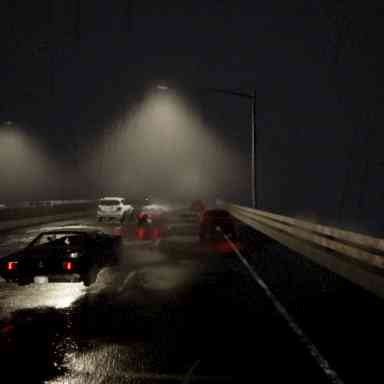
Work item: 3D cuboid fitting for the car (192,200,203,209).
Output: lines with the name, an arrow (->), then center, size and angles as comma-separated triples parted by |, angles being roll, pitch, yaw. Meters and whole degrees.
car -> 1.011, 2.130, 57.949 | 1.882, 1.535, 5.008 | 0, -1, 2

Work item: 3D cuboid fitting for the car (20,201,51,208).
car -> -17.159, 1.756, 36.701 | 2.097, 1.767, 4.553 | 0, -1, 1

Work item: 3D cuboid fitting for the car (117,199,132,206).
car -> -15.705, 2.330, 77.505 | 2.128, 1.511, 4.902 | 0, -1, 2

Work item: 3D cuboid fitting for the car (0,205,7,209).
car -> -20.716, 1.980, 34.483 | 1.895, 1.301, 4.718 | 0, -1, 1

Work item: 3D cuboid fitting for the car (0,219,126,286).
car -> -3.360, 1.704, 9.693 | 1.895, 1.301, 4.718 | 0, -1, 0

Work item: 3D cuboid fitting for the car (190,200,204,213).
car -> 0.714, 1.982, 45.534 | 1.882, 1.535, 5.008 | 0, -2, 2

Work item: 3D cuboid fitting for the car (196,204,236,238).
car -> 1.344, 1.681, 18.937 | 1.882, 1.535, 5.008 | 0, -1, 1

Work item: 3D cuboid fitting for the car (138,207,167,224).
car -> -3.156, 1.898, 27.359 | 1.895, 1.301, 4.718 | 0, -1, 1

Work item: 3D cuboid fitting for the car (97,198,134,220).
car -> -6.625, 1.542, 29.295 | 2.150, 2.045, 5.566 | 0, 0, 1

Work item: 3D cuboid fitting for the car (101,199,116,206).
car -> -19.238, 2.318, 76.833 | 1.837, 1.490, 4.892 | 0, -1, 2
